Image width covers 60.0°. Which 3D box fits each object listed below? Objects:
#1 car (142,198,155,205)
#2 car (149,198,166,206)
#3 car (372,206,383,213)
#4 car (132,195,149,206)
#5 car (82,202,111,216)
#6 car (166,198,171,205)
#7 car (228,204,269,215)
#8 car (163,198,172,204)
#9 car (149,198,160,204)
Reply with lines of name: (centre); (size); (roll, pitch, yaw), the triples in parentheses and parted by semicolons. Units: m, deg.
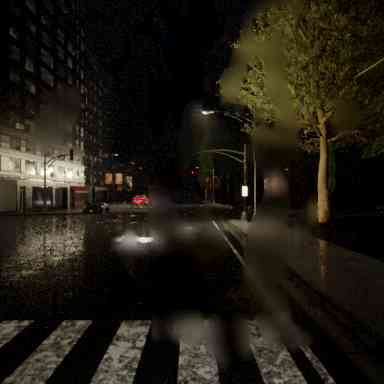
car: (-9.575, 2.083, 73.971); (2.128, 1.511, 4.902); (0, -1, 0)
car: (-6.414, 1.927, 62.115); (1.812, 1.442, 4.674); (0, -1, 0)
car: (41.785, 3.912, 74.357); (4.892, 1.490, 1.837); (4, -3, -45)
car: (-9.659, 1.623, 62.104); (2.150, 2.045, 5.566); (0, -1, 0)
car: (-9.771, 1.695, 34.259); (1.994, 1.385, 4.181); (0, -1, 0)
car: (-6.324, 2.103, 74.328); (2.033, 1.411, 5.357); (0, -1, 0)
car: (7.668, 2.289, 45.127); (5.357, 1.411, 2.033); (2, -2, -7)
car: (-6.298, 2.201, 85.082); (1.882, 1.535, 5.008); (0, -1, 0)
car: (-9.549, 2.257, 84.684); (2.033, 1.411, 5.357); (0, -1, 0)
